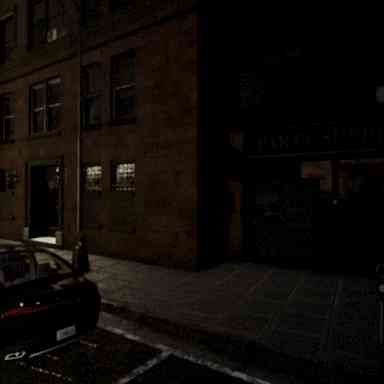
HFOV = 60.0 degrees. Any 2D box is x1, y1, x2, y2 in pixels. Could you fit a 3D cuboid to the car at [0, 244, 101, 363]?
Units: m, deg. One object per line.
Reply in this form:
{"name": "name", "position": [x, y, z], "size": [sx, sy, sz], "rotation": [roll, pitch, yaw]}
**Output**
{"name": "car", "position": [-3.368, 1.546, 5.494], "size": [4.403, 1.369, 2.008], "rotation": [0, 0, 36]}
